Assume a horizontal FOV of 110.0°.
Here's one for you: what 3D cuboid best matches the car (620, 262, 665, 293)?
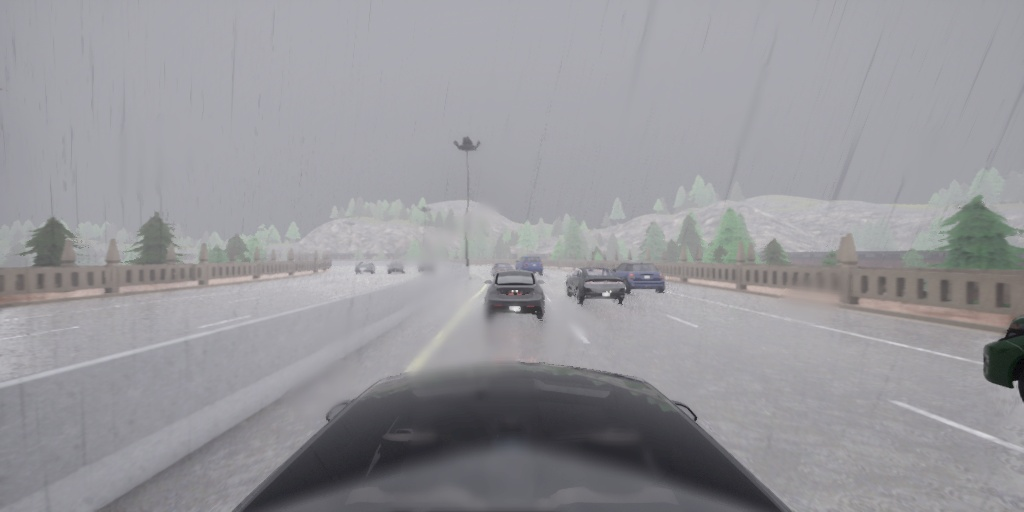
[{"bbox_3d":[7.022,1.129,20.898,2.097,1.767,4.553,0,0,-1],"label":"car"}]

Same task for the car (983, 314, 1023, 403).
[{"bbox_3d":[7.099,0.972,2.104,2.150,2.045,5.566,0,0,0],"label":"car"}]

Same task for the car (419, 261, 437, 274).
[{"bbox_3d":[-10.178,1.333,43.359,1.882,1.535,5.008,0,0,-15],"label":"car"}]

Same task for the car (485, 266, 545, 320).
[{"bbox_3d":[0.096,1.267,12.671,1.837,1.490,4.892,0,0,0],"label":"car"}]

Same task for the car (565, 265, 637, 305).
[{"bbox_3d":[3.593,1.260,16.118,2.128,1.511,4.902,0,0,0],"label":"car"}]

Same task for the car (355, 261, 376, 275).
[{"bbox_3d":[-16.939,1.349,41.581,2.128,1.511,4.902,0,0,-15],"label":"car"}]

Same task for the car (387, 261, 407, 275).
[{"bbox_3d":[-13.369,1.358,41.715,1.837,1.490,4.892,0,0,-14],"label":"car"}]

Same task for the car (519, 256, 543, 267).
[{"bbox_3d":[1.786,1.046,38.754,2.150,2.045,5.566,0,0,-10],"label":"car"}]

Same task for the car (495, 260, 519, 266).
[{"bbox_3d":[-0.945,1.358,33.872,2.033,1.411,5.357,0,0,-8],"label":"car"}]
